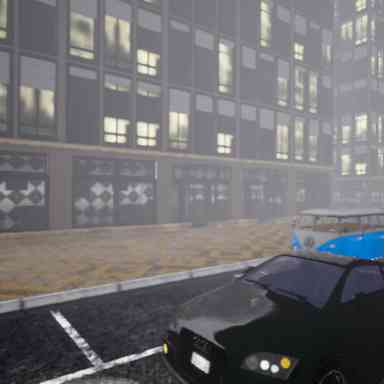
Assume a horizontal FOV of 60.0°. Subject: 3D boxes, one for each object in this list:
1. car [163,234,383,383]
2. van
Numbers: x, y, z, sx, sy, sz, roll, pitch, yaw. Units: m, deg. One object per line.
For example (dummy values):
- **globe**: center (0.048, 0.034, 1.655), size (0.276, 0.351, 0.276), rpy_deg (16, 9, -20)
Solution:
- **car**: center (1.696, 1.572, 4.597), size (4.181, 1.385, 1.994), rpy_deg (0, 0, -36)
- **van**: center (4.677, 1.360, 9.901), size (3.998, 1.788, 1.690), rpy_deg (0, 0, -36)
